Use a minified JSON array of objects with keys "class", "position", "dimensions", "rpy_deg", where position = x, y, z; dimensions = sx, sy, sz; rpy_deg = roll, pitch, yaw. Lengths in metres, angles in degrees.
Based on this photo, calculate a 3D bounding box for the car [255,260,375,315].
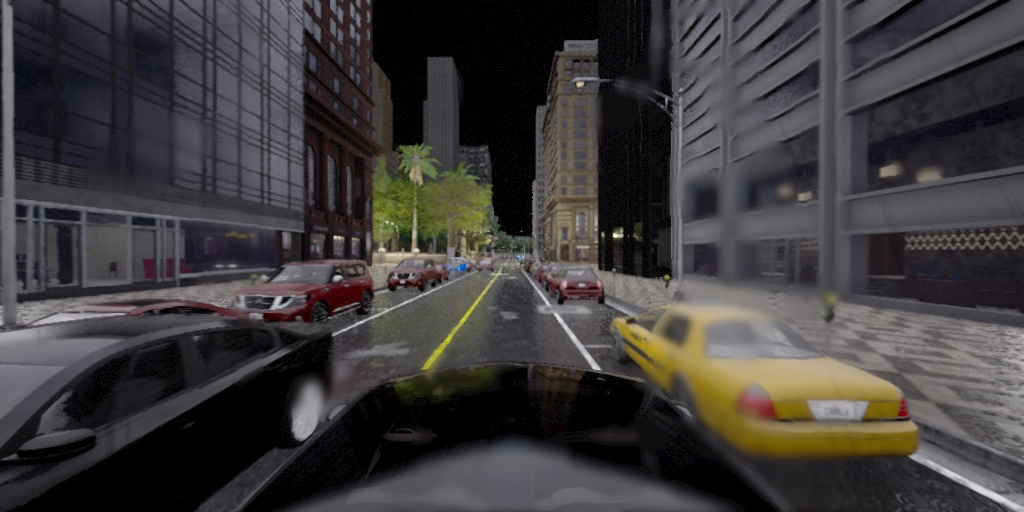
[{"class":"car","position":[-5.768,1.051,10.608],"dimensions":[2.192,1.841,5.009],"rpy_deg":[0,0,0]}]

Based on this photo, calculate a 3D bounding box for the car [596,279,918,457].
[{"class":"car","position":[2.760,1.270,5.348],"dimensions":[1.751,1.417,4.829],"rpy_deg":[0,0,0]}]

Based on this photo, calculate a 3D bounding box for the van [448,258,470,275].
[{"class":"van","position":[-5.782,1.046,37.738],"dimensions":[1.690,1.789,3.998],"rpy_deg":[0,0,0]}]

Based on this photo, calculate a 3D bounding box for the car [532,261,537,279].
[{"class":"car","position":[2.748,1.262,26.878],"dimensions":[1.888,1.381,4.507],"rpy_deg":[0,0,0]}]

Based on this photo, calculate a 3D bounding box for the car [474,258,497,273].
[{"class":"car","position":[-3.107,1.224,43.066],"dimensions":[1.812,1.442,4.674],"rpy_deg":[0,0,0]}]

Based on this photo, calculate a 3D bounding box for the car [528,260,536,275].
[{"class":"car","position":[2.746,1.262,32.302],"dimensions":[2.007,1.370,4.403],"rpy_deg":[0,0,0]}]

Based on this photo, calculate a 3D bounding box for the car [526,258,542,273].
[{"class":"car","position":[2.743,1.231,37.898],"dimensions":[1.751,1.417,4.829],"rpy_deg":[0,0,0]}]

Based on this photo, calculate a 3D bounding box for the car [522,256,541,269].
[{"class":"car","position":[2.740,1.014,43.153],"dimensions":[2.192,1.841,5.009],"rpy_deg":[0,0,0]}]

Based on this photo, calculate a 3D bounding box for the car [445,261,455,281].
[{"class":"car","position":[-5.776,1.262,26.886],"dimensions":[1.888,1.381,4.507],"rpy_deg":[0,0,0]}]

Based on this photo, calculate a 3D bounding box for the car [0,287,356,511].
[{"class":"car","position":[-3.100,1.226,2.373],"dimensions":[1.882,1.535,5.008],"rpy_deg":[0,0,0]}]

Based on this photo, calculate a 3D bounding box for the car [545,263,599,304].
[{"class":"car","position":[2.755,1.170,16.028],"dimensions":[1.967,1.591,4.097],"rpy_deg":[0,0,0]}]

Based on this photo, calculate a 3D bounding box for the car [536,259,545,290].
[{"class":"car","position":[2.752,1.163,21.453],"dimensions":[1.967,1.591,4.097],"rpy_deg":[0,0,0]}]

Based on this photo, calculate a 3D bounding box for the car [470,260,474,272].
[{"class":"car","position":[-5.785,1.139,43.164],"dimensions":[1.967,1.591,4.097],"rpy_deg":[0,0,0]}]

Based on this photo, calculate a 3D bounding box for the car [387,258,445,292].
[{"class":"car","position":[-5.774,1.037,21.460],"dimensions":[2.192,1.841,5.009],"rpy_deg":[0,0,0]}]
